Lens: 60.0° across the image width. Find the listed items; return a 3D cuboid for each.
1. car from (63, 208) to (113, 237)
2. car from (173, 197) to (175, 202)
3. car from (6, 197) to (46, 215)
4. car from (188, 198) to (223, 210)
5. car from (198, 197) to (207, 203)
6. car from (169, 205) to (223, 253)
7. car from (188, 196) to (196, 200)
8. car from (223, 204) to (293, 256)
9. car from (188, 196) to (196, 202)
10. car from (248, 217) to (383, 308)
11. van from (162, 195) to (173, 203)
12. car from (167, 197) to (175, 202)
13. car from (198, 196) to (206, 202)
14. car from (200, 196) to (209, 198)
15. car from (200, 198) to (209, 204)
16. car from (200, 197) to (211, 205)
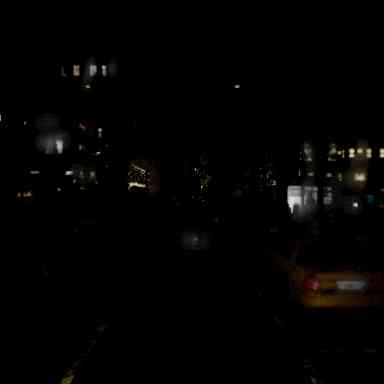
[{"bbox_3d":[-5.690,1.597,18.695,1.752,1.417,4.829,0,0,0],"label":"car"},{"bbox_3d":[-5.684,1.955,79.604,1.802,1.307,4.206,0,0,0],"label":"car"},{"bbox_3d":[-17.270,1.390,33.100,5.009,1.841,2.192,0,0,0],"label":"car"},{"bbox_3d":[1.524,1.597,30.988,1.882,1.535,5.008,-1,0,19],"label":"car"},{"bbox_3d":[2.698,1.958,85.298,2.008,1.369,4.403,0,0,0],"label":"car"},{"bbox_3d":[0.104,1.531,14.031,1.882,1.535,5.008,0,0,0],"label":"car"},{"bbox_3d":[0.009,1.946,83.996,1.994,1.385,4.181,0,0,0],"label":"car"},{"bbox_3d":[2.691,1.366,13.324,2.192,1.841,5.009,0,0,0],"label":"car"},{"bbox_3d":[0.010,1.900,94.004,2.128,1.511,4.902,0,0,0],"label":"car"},{"bbox_3d":[2.691,1.556,7.954,1.752,1.417,4.829,0,0,0],"label":"car"},{"bbox_3d":[-5.685,1.681,73.908,1.690,1.788,3.998,0,0,0],"label":"van"},{"bbox_3d":[-5.682,2.009,90.997,1.947,1.339,4.313,0,0,0],"label":"car"},{"bbox_3d":[2.698,1.883,90.995,1.967,1.590,4.097,0,0,0],"label":"car"},{"bbox_3d":[2.695,1.797,56.814,2.008,1.369,4.403,0,0,0],"label":"car"},{"bbox_3d":[2.696,1.922,73.905,1.802,1.307,4.206,0,0,0],"label":"car"},{"bbox_3d":[2.696,1.748,68.208,1.967,1.590,4.097,0,0,0],"label":"car"}]
